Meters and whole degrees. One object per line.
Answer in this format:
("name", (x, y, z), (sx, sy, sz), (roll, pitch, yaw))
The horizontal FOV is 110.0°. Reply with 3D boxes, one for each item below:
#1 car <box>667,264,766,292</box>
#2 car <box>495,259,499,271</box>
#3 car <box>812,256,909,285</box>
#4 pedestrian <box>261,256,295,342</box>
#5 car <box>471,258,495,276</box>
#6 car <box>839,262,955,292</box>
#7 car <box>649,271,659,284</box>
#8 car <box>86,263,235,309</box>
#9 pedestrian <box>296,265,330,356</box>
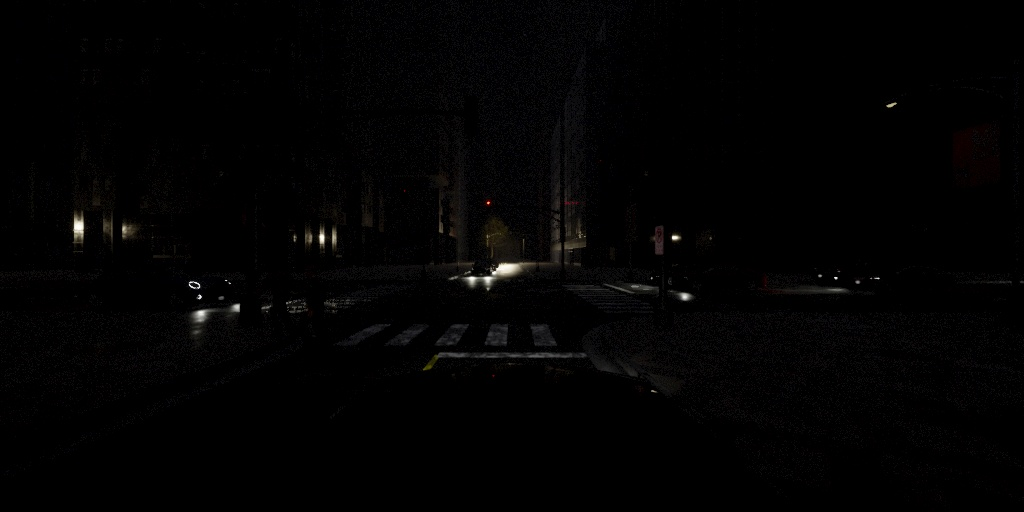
("car", (12.000, 1.237, 20.969), (5.008, 1.535, 1.882), (0, 0, 1))
("car", (-3.131, 1.102, 47.320), (2.097, 1.767, 4.553), (0, 0, 0))
("car", (23.575, 0.990, 24.164), (5.566, 2.045, 2.150), (0, 0, 1))
("pedestrian", (-5.000, 0.884, 7.680), (0.375, 1.860, 0.375), (0, 0, 0))
("car", (-3.114, 1.227, 37.539), (1.882, 1.535, 5.008), (0, 0, 1))
("car", (22.653, 1.264, 20.924), (4.902, 1.511, 2.128), (0, 0, 0))
("car", (11.846, 1.258, 24.225), (4.892, 1.490, 1.837), (0, 0, -1))
("car", (-13.871, 1.099, 14.354), (4.553, 1.767, 2.097), (0, 0, 0))
("pedestrian", (-3.896, 1.044, 7.046), (0.375, 1.860, 0.375), (0, 0, 0))
